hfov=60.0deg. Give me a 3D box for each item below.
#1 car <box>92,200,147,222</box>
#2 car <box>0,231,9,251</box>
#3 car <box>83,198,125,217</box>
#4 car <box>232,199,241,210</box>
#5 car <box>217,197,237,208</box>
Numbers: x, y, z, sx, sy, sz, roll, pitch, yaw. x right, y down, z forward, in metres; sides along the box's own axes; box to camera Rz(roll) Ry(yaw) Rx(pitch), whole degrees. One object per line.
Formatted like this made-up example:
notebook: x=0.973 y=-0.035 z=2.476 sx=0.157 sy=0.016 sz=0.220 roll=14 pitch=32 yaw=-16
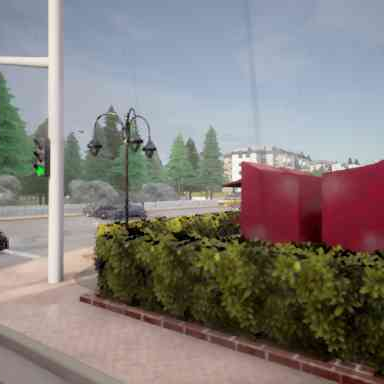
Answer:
car: x=-5.663 y=1.606 z=27.242 sx=1.994 sy=1.385 sz=4.181 roll=0 pitch=0 yaw=36
car: x=-8.547 y=1.596 z=11.183 sx=1.994 sy=1.385 sz=4.181 roll=0 pitch=-1 yaw=36
car: x=-7.684 y=1.392 z=30.412 sx=2.097 sy=1.767 sz=4.553 roll=0 pitch=0 yaw=36
car: x=6.254 y=1.596 z=31.571 sx=2.033 sy=1.411 sz=5.357 roll=0 pitch=0 yaw=36
car: x=5.455 y=1.518 z=48.448 sx=1.882 sy=1.535 sz=5.008 roll=0 pitch=0 yaw=36
